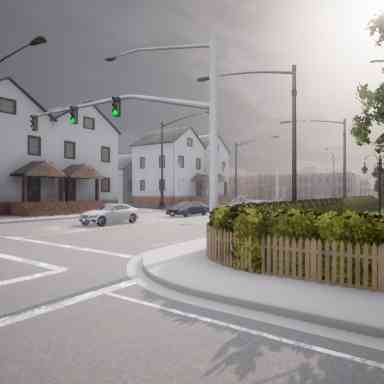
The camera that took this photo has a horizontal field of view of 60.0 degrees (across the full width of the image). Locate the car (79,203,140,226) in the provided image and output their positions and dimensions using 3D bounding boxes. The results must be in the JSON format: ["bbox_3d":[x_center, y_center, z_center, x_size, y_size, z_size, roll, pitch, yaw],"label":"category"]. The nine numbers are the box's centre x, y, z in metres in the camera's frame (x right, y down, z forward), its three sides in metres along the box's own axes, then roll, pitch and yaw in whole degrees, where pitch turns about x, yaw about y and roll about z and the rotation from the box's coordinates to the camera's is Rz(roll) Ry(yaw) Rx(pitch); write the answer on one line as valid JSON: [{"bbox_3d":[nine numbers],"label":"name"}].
[{"bbox_3d":[-5.699,1.526,23.451,1.812,1.442,4.674,0,0,35],"label":"car"}]

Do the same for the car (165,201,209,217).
[{"bbox_3d":[-0.210,1.547,31.400,2.033,1.411,5.357,0,0,35],"label":"car"}]

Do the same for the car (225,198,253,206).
[{"bbox_3d":[5.668,1.491,39.888,2.128,1.511,4.902,0,0,35],"label":"car"}]
